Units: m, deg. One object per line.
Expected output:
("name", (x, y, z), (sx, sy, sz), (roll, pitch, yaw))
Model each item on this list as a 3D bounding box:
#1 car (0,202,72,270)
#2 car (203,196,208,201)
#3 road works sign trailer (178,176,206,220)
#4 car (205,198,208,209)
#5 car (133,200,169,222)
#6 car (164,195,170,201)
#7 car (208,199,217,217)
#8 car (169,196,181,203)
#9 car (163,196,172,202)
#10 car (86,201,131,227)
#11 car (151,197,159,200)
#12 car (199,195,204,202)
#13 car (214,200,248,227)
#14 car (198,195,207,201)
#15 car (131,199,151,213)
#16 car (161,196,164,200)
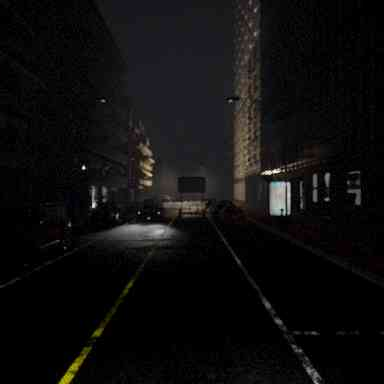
("car", (-5.693, 1.311, 11.198), (2.192, 1.841, 5.009), (0, 0, 0))
("car", (2.687, 1.556, 45.090), (1.947, 1.339, 4.313), (0, 0, 0))
("road works sign trailer", (-0.002, 0.456, 28.303), (2.380, 3.560, 2.880), (0, 0, 0))
("car", (2.687, 1.541, 33.794), (2.008, 1.369, 4.403), (0, 0, 0))
("car", (-3.102, 1.593, 26.190), (1.895, 1.301, 4.718), (0, 0, 0))
("car", (-5.695, 1.438, 73.332), (1.967, 1.590, 4.097), (0, 0, 0))
("car", (2.688, 1.432, 28.144), (1.967, 1.590, 4.097), (0, 0, 0))
("car", (-3.007, 1.588, 67.629), (1.895, 1.301, 4.718), (0, 0, 0))
("car", (-5.696, 1.583, 78.981), (1.802, 1.307, 4.206), (0, 0, 0))
("car", (-5.693, 1.433, 22.496), (1.967, 1.590, 4.097), (0, 0, 0))
("car", (-5.694, 1.556, 45.089), (1.947, 1.339, 4.313), (0, 0, 0))
("car", (2.685, 1.543, 73.332), (1.887, 1.381, 4.507), (0, 0, 0))
("car", (2.688, 1.518, 22.666), (1.752, 1.417, 4.829), (0, 0, 0))
("car", (2.684, 1.555, 84.630), (2.008, 1.369, 4.403), (0, 0, 0))
("car", (-5.693, 1.541, 33.792), (2.008, 1.369, 4.403), (0, 0, 0))
("car", (-5.694, 1.516, 50.569), (1.752, 1.417, 4.829), (0, 0, 0))
